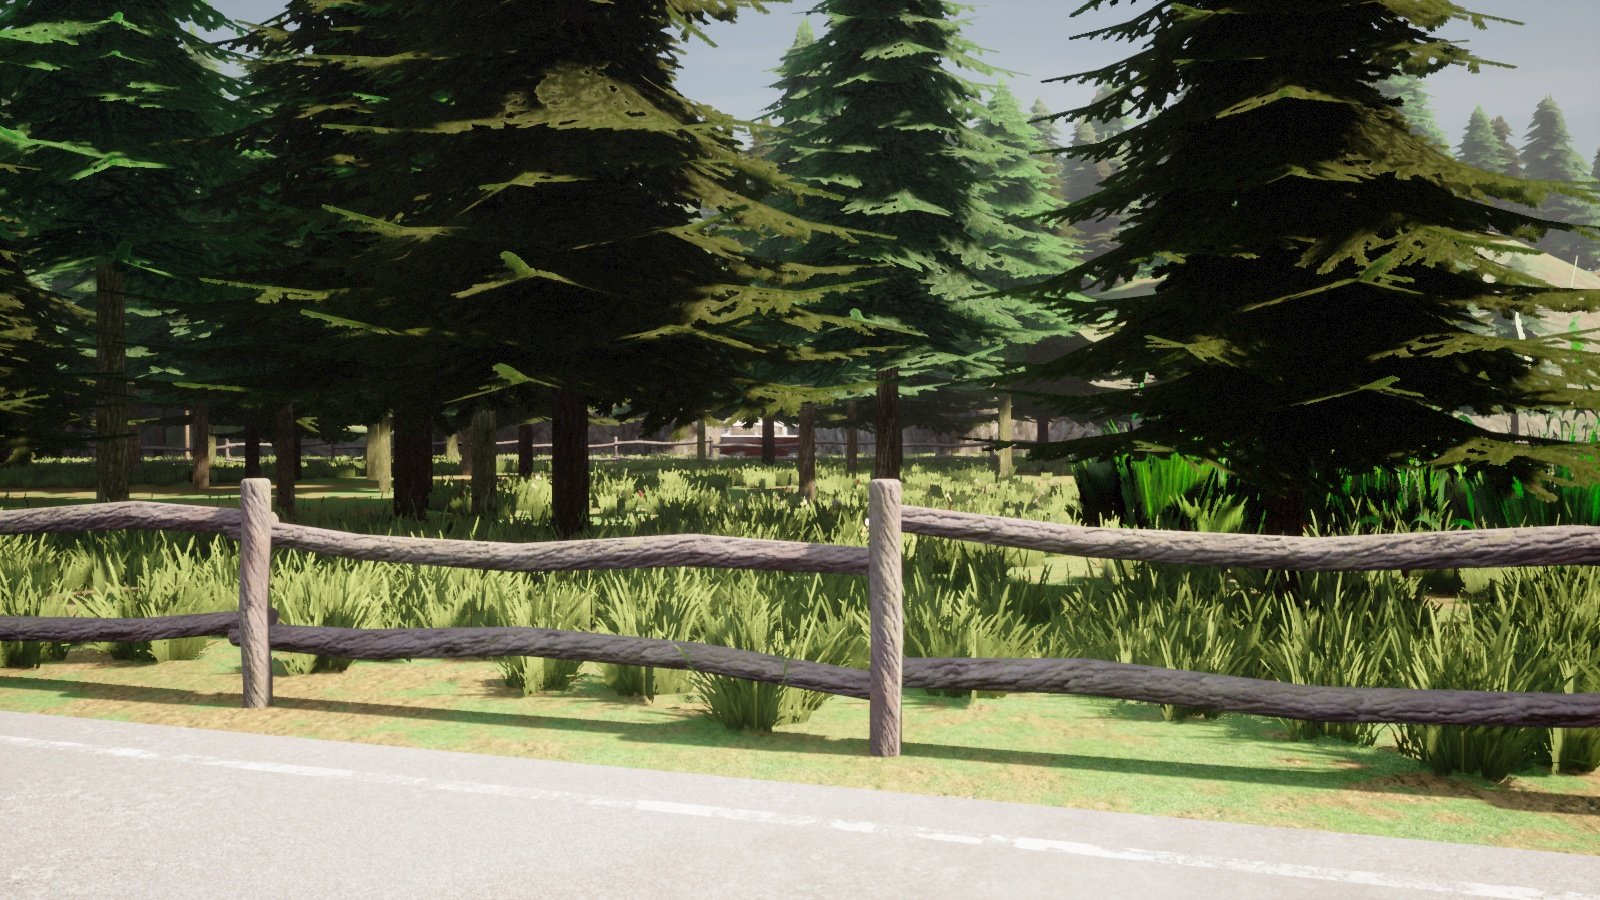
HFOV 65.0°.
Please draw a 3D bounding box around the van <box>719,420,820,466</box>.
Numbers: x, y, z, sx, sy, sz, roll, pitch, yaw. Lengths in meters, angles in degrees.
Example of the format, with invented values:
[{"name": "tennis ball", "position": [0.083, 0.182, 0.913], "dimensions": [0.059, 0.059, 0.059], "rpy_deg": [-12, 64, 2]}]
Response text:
[{"name": "van", "position": [-1.385, -0.330, 56.795], "dimensions": [4.480, 2.038, 2.069], "rpy_deg": [0, 1, -1]}]
